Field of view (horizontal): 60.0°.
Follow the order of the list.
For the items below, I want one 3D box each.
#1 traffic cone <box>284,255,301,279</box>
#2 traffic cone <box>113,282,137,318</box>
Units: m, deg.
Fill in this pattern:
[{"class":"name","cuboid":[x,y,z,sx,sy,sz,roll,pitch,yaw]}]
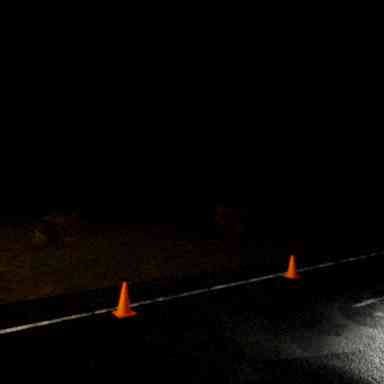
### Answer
[{"class":"traffic cone","cuboid":[2.772,2.036,9.159,0.340,0.580,0.340,1,0,-36]},{"class":"traffic cone","cuboid":[-1.253,1.985,6.233,0.340,0.580,0.340,1,0,-36]}]
